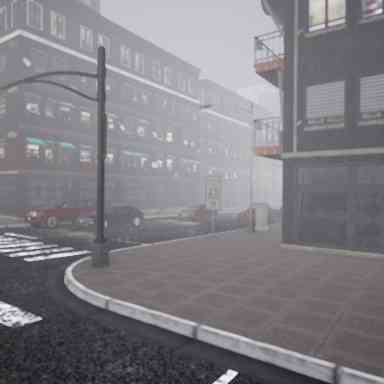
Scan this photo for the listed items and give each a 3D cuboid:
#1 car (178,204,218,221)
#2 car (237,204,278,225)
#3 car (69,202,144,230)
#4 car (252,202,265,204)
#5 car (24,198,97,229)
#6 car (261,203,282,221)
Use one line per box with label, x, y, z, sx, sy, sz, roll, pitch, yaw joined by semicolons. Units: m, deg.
car;0.651;1.788;30.374;1.812;1.442;4.674;1;-1;35
car;5.047;1.893;26.648;1.802;1.307;4.206;-1;-1;35
car;-5.257;1.582;21.946;1.837;1.490;4.892;1;-1;35
car;8.126;2.001;41.032;1.837;1.490;4.892;1;0;35
car;-8.341;1.336;22.077;2.192;1.841;5.009;-1;-1;35
car;8.306;1.964;31.307;2.008;1.369;4.403;-1;-1;35
